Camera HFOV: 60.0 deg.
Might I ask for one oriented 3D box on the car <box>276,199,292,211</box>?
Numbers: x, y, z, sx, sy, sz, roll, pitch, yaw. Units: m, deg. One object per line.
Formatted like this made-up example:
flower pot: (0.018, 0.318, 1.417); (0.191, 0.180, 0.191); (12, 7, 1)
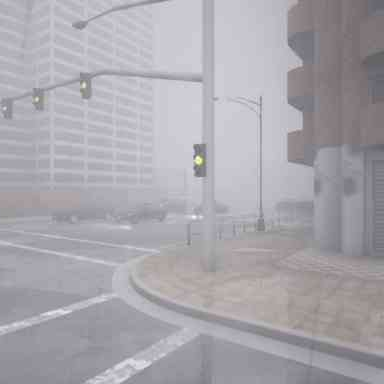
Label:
car: (11.704, 1.525, 40.670); (1.812, 1.442, 4.674); (0, 0, 35)

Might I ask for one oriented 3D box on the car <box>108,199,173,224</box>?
car: (-3.769, 1.525, 25.160); (1.812, 1.442, 4.674); (0, 0, 35)

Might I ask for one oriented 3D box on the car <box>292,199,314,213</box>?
car: (12.923, 1.504, 36.306); (1.837, 1.490, 4.892); (0, 0, 35)

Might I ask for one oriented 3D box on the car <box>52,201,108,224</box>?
car: (-8.070, 1.476, 25.175); (1.882, 1.535, 5.008); (0, 0, 35)

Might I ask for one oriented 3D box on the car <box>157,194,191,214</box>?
car: (-2.489, 1.351, 33.040); (2.097, 1.767, 4.553); (0, 0, 35)

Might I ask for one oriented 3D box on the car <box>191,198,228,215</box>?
car: (1.933, 1.563, 33.209); (1.994, 1.385, 4.181); (0, 0, 36)
